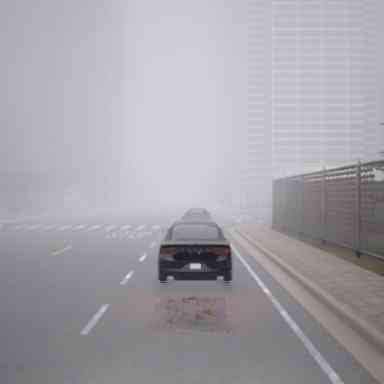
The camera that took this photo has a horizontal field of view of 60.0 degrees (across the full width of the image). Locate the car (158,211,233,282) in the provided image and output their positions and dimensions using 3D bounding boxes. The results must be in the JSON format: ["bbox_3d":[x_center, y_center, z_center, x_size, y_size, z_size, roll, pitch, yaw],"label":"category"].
[{"bbox_3d":[0.087,1.569,10.096,1.882,1.535,5.008,0,0,0],"label":"car"}]

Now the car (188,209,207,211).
[{"bbox_3d":[0.371,1.761,21.703,1.994,1.385,4.181,0,0,5],"label":"car"}]
